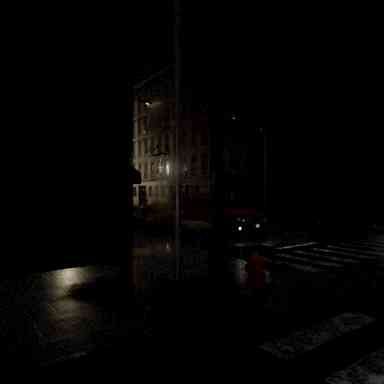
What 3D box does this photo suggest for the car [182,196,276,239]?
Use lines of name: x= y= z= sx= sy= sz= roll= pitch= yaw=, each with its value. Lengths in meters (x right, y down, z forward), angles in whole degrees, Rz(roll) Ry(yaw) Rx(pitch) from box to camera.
car: x=1.515 y=1.237 z=17.975 sx=2.150 sy=2.045 sz=5.566 roll=0 pitch=0 yaw=-35

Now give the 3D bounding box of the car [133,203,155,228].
car: x=-3.947 y=1.584 z=21.289 sx=2.008 sy=1.369 sz=4.403 roll=0 pitch=0 yaw=-35

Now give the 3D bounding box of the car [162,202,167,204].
car: x=-0.545 y=1.566 z=30.345 sx=1.947 sy=1.339 sz=4.313 roll=0 pitch=0 yaw=-35

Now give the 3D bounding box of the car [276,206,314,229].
car: x=5.735 y=1.558 z=21.528 sx=1.947 sy=1.339 sz=4.313 roll=0 pitch=0 yaw=-35

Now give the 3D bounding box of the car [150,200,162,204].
car: x=-3.783 y=1.529 z=34.893 sx=1.752 sy=1.417 sz=4.829 roll=0 pitch=0 yaw=-35

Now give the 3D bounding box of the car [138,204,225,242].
car: x=-0.708 y=1.554 z=16.741 sx=1.752 sy=1.417 sz=4.829 roll=0 pitch=0 yaw=-35

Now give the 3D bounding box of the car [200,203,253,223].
car: x=2.595 y=1.578 z=25.937 sx=1.802 sy=1.307 sz=4.206 roll=0 pitch=0 yaw=-35
